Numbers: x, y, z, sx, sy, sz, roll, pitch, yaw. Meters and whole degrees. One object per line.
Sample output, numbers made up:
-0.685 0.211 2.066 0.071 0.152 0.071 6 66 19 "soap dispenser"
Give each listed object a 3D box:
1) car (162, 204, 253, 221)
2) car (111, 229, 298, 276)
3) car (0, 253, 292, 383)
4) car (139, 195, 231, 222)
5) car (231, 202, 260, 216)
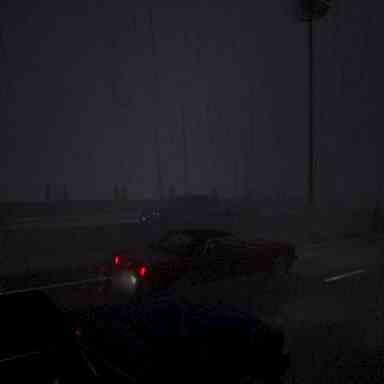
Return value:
0.886 1.566 17.521 4.181 1.385 1.994 0 0 -35 "car"
0.527 1.602 8.423 4.718 1.301 1.895 0 0 -35 "car"
-1.320 1.601 2.811 4.718 1.301 1.895 0 0 -35 "car"
-0.523 1.224 20.816 5.566 2.045 2.150 0 0 -35 "car"
3.307 1.551 27.846 5.357 1.411 2.033 0 0 -35 "car"
